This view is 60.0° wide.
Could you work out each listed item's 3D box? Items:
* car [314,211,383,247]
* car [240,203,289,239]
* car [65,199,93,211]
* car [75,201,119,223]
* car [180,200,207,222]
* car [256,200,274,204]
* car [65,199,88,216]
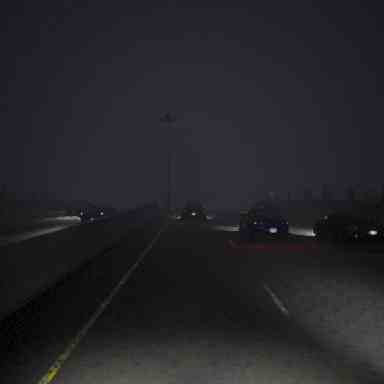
[{"bbox_3d":[7.113,1.567,15.068,1.994,1.385,4.181,0,0,0],"label":"car"},{"bbox_3d":[3.613,1.528,17.085,1.812,1.442,4.674,0,0,0],"label":"car"},{"bbox_3d":[-14.029,1.622,41.549,1.837,1.490,4.892,0,-2,0],"label":"car"},{"bbox_3d":[-7.072,1.601,25.638,1.895,1.301,4.718,0,0,0],"label":"car"},{"bbox_3d":[0.119,1.566,26.121,1.994,1.385,4.181,0,0,0],"label":"car"},{"bbox_3d":[7.126,1.529,32.816,1.812,1.442,4.674,0,0,0],"label":"car"},{"bbox_3d":[-10.560,1.562,31.911,1.994,1.385,4.181,0,0,0],"label":"car"}]
